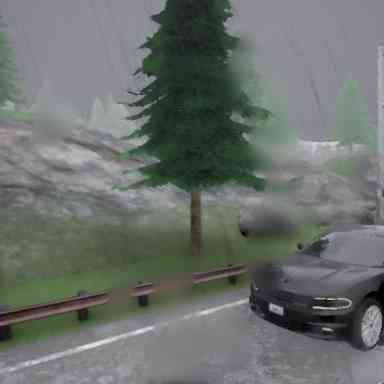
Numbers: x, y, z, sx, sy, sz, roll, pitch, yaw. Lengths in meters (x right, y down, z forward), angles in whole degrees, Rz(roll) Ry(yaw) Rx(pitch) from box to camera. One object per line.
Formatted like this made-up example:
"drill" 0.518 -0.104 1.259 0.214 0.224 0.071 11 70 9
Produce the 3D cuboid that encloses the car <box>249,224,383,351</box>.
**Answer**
"car" 3.254 1.387 6.230 5.008 1.535 1.882 -1 0 -35
